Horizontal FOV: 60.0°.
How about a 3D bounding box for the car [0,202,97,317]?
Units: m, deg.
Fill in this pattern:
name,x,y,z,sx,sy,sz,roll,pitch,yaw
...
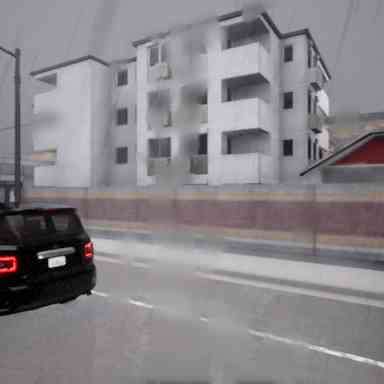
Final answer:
name,x,y,z,sx,sy,sz,roll,pitch,yaw
car,-4.393,1.222,6.878,5.566,2.045,2.150,0,0,34
